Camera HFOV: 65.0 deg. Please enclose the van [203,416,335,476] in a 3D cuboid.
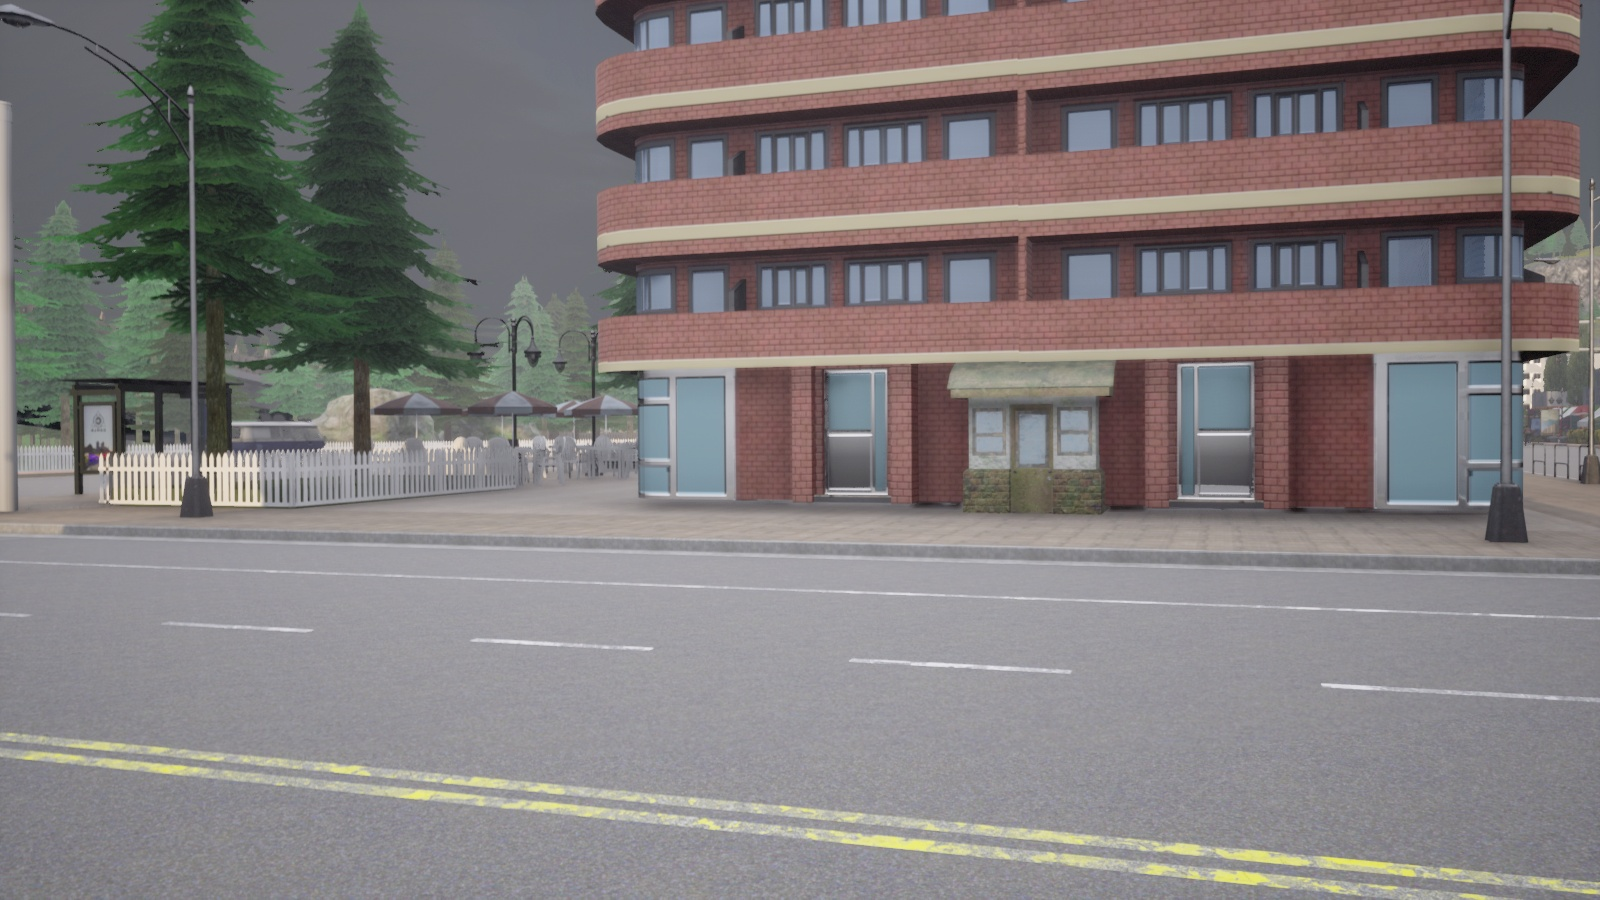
[{"bbox_3d":[-18.624,-0.168,44.305,1.775,1.987,4.442,0,1,19],"label":"van"}]
